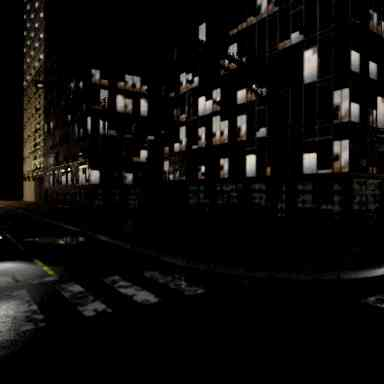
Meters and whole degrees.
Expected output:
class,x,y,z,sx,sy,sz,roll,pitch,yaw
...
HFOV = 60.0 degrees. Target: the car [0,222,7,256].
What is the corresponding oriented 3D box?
class,x,y,z,sx,sy,sz,roll,pitch,yaw
car,-8.166,1.517,12.497,1.812,1.442,4.674,0,0,-34
